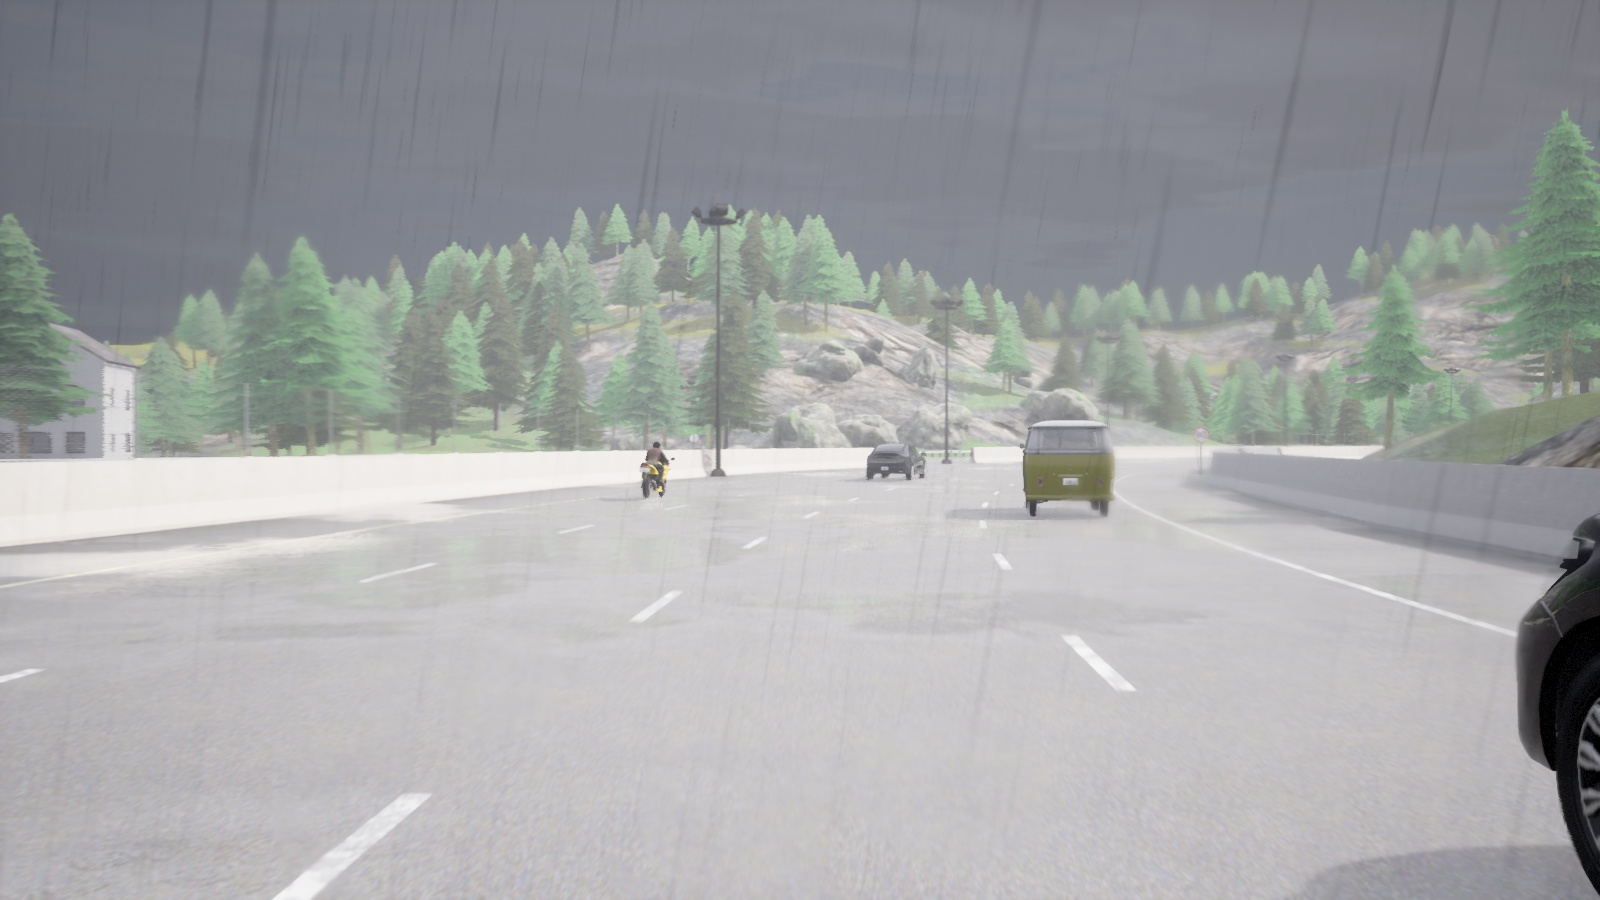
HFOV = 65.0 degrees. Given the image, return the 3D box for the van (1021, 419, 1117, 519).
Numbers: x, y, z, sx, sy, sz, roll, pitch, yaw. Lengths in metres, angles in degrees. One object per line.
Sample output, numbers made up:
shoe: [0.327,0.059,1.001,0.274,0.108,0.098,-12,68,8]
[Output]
van: [5.730,0.364,27.168,1.775,1.987,4.442,0,0,9]

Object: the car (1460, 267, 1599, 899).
car: [3.531,0.465,1.961,2.150,2.045,5.566,0,0,1]

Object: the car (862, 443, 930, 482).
car: [3.991,0.474,51.638,1.837,1.490,4.892,0,0,16]

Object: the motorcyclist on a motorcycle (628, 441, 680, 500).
motorcyclist on a motorcycle: [-3.886,0.530,33.522,0.797,1.523,2.044,1,0,10]
